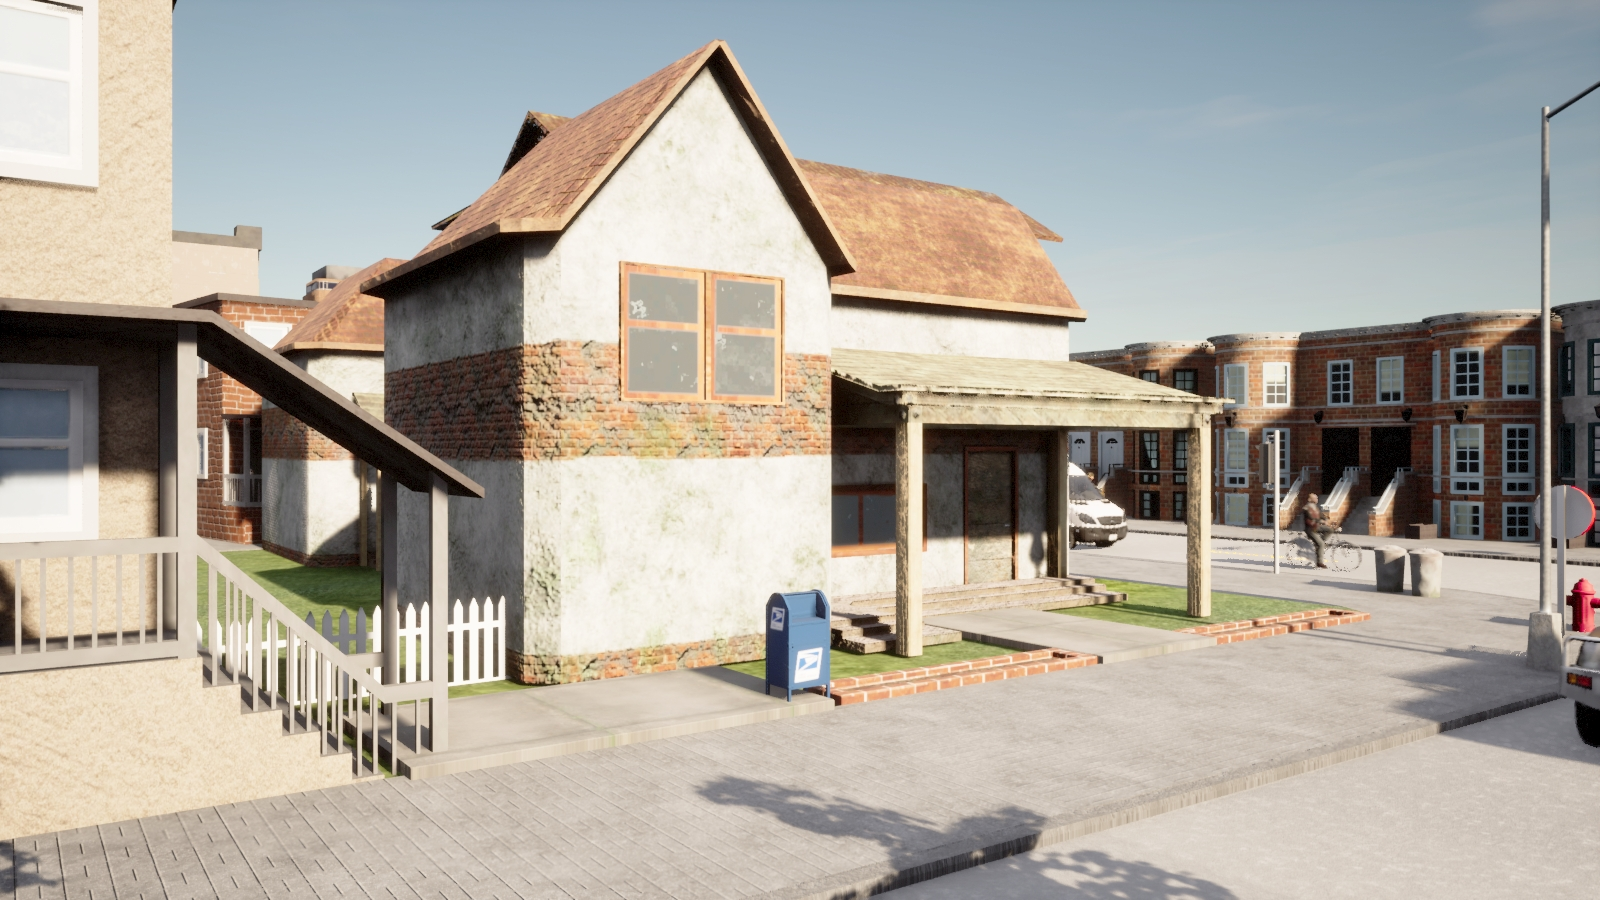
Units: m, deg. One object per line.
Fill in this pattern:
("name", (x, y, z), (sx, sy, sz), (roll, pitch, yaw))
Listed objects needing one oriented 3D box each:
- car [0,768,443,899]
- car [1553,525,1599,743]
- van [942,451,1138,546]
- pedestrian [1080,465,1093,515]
("car", (-2.984, 1.898, 2.308), (4.181, 1.385, 1.994), (0, 0, -35))
("car", (9.245, 1.637, 10.848), (4.605, 1.855, 1.932), (0, 0, -35))
("van", (6.956, 1.304, 33.865), (1.988, 2.561, 5.915), (0, 0, -35))
("pedestrian", (10.815, 1.511, 43.139), (0.375, 1.860, 0.375), (0, 0, 40))
